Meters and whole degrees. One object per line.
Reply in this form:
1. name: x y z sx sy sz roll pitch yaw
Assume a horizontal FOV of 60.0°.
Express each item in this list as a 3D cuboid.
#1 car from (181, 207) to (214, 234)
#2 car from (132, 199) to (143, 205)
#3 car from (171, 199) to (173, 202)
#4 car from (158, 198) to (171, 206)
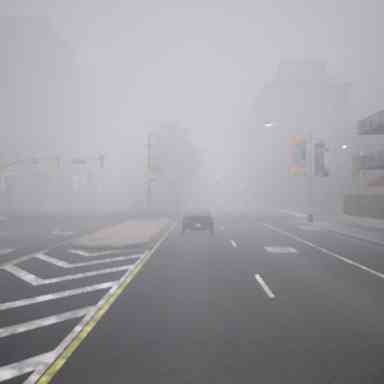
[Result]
1. car: 0.383 1.692 20.805 1.882 1.535 5.008 0 -1 2
2. car: -13.217 2.424 80.415 1.895 1.301 4.718 0 -1 1
3. car: -6.265 2.426 90.170 1.837 1.490 4.892 0 -1 1
4. car: -6.578 2.296 74.986 2.128 1.511 4.902 0 -1 1
